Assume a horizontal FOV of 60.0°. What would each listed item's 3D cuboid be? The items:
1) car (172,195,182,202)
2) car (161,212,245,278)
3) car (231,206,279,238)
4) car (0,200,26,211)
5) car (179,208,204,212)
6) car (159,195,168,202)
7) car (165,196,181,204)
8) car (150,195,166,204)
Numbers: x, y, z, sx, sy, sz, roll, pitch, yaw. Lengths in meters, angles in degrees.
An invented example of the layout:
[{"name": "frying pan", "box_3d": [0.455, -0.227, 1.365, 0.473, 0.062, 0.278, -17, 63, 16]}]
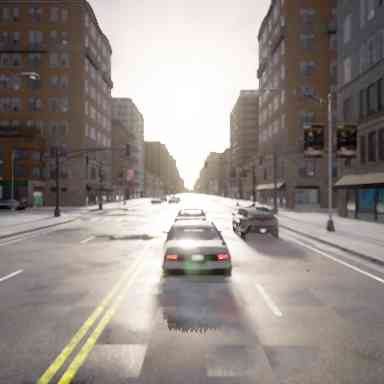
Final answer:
[{"name": "car", "box_3d": [-3.636, 1.612, 79.642, 2.128, 1.511, 4.902, 0, 0, 0]}, {"name": "car", "box_3d": [0.046, 1.560, 10.175, 2.033, 1.411, 5.357, 0, 0, -2]}, {"name": "car", "box_3d": [3.268, 1.527, 17.767, 1.837, 1.490, 4.892, 0, 0, 0]}, {"name": "car", "box_3d": [-22.317, 1.631, 40.042, 4.313, 1.339, 1.947, 0, 0, 0]}, {"name": "car", "box_3d": [-0.012, 1.627, 20.266, 1.895, 1.301, 4.718, 0, 0, 2]}, {"name": "car", "box_3d": [-6.887, 1.586, 79.827, 1.837, 1.490, 4.892, 0, 0, 0]}, {"name": "car", "box_3d": [-3.594, 1.600, 64.445, 1.812, 1.442, 4.674, 0, 0, 0]}, {"name": "car", "box_3d": [-6.835, 1.621, 64.354, 2.033, 1.411, 5.357, 0, 0, 0]}]
